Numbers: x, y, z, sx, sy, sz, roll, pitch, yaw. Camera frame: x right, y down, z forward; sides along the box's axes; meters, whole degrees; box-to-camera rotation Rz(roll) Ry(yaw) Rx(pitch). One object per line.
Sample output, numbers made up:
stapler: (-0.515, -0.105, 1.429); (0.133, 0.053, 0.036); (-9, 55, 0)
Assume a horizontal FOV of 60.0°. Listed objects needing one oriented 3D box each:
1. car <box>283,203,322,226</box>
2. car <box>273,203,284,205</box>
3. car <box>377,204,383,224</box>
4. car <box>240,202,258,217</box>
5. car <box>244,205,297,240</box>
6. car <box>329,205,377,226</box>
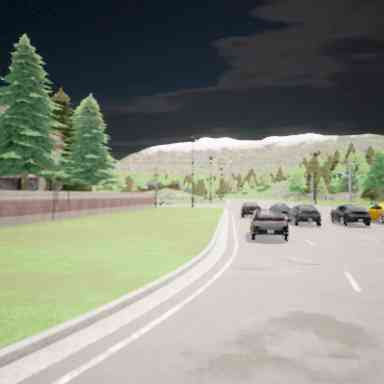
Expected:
car: (8.558, 1.750, 25.634); (1.837, 1.490, 4.892); (0, -1, 7)
car: (9.999, 1.932, 38.012); (1.994, 1.385, 4.181); (0, -1, 6)
car: (15.833, 1.734, 27.328); (1.882, 1.535, 5.008); (0, -1, 6)
car: (6.157, 1.822, 35.238); (1.882, 1.535, 5.008); (0, -1, 6)
car: (4.072, 1.668, 18.082); (2.128, 1.511, 4.902); (0, -1, 8)
car: (12.091, 1.748, 25.666); (1.837, 1.490, 4.892); (0, -1, 7)
